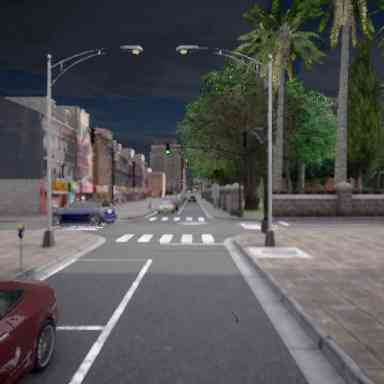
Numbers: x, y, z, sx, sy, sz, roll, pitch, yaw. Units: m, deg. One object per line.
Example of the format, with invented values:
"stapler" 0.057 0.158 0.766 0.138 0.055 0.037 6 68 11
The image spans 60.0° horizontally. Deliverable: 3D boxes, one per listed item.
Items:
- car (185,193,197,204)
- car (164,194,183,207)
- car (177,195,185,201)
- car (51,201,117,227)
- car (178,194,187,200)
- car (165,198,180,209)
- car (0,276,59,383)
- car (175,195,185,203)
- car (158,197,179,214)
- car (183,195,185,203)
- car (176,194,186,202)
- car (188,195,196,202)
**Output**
"car" 0.008 1.529 65.517 1.837 1.490 4.892 0 0 0
"car" -2.651 1.328 40.852 2.192 1.841 5.009 0 0 0
"car" -2.634 1.560 82.844 1.752 1.417 4.829 0 0 0
"car" -7.649 1.395 23.064 4.553 1.767 2.097 0 0 14
"car" -2.630 1.355 93.555 2.192 1.841 5.009 0 0 0
"car" -2.649 1.581 46.122 1.947 1.339 4.313 0 0 0
"car" -2.637 1.582 3.029 1.802 1.307 4.206 0 0 0
"car" -2.638 1.469 72.473 1.967 1.590 4.097 0 0 0
"car" -2.648 1.536 35.414 1.752 1.417 4.829 0 0 0
"car" -2.644 1.571 56.662 2.008 1.369 4.403 0 0 0
"car" -2.636 1.347 77.744 2.192 1.841 5.009 0 0 0
"car" 0.009 1.387 75.937 1.812 1.442 4.674 0 0 0
